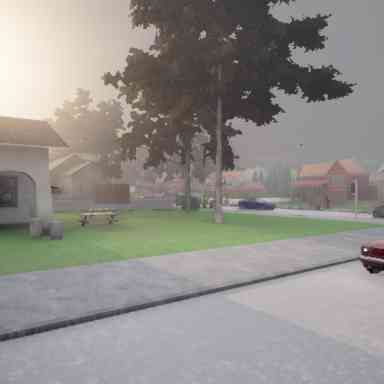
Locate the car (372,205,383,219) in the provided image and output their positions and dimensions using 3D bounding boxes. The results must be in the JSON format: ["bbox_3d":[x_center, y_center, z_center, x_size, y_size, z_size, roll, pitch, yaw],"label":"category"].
[{"bbox_3d":[16.885,1.564,26.752,1.994,1.385,4.181,0,0,-36],"label":"car"}]

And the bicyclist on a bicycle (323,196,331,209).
[{"bbox_3d":[16.758,1.349,41.316,1.656,1.620,0.582,0,0,-36],"label":"bicyclist on a bicycle"}]

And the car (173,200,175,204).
[{"bbox_3d":[-1.364,1.547,59.330,2.033,1.411,5.357,0,0,-35],"label":"car"}]

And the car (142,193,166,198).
[{"bbox_3d":[-6.435,1.226,59.352,2.150,2.045,5.566,0,0,-35],"label":"car"}]

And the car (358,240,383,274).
[{"bbox_3d":[6.730,1.601,9.352,4.718,1.301,1.895,0,0,-35],"label":"car"}]

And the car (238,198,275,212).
[{"bbox_3d":[7.644,1.477,39.610,1.882,1.535,5.008,0,0,-36],"label":"car"}]

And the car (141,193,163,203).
[{"bbox_3d":[-8.402,1.221,69.123,2.150,2.045,5.566,0,0,-36],"label":"car"}]
